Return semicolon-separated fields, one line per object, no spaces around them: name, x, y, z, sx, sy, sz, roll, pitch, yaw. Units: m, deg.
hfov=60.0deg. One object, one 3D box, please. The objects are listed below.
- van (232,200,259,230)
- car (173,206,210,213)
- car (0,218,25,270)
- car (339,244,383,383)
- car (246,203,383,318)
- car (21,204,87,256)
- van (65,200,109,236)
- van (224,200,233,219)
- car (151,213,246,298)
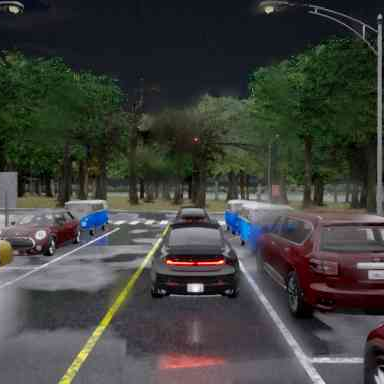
van;2.755;1.342;12.776;1.690;1.788;3.998;0;0;0
car;0.002;1.506;17.914;1.837;1.490;4.892;0;0;-1
car;-5.767;1.525;7.164;1.752;1.417;4.829;0;0;0
car;2.762;1.440;1.901;1.967;1.590;4.097;0;0;0
car;2.758;1.315;7.339;2.192;1.841;5.009;0;0;0
car;-5.770;1.441;12.771;1.967;1.590;4.097;0;0;0
van;-5.773;1.342;18.209;1.690;1.788;3.998;0;0;0
van;2.752;1.342;18.214;1.690;1.788;3.998;0;0;0
car;0.073;1.505;8.510;1.837;1.490;4.892;0;0;0
